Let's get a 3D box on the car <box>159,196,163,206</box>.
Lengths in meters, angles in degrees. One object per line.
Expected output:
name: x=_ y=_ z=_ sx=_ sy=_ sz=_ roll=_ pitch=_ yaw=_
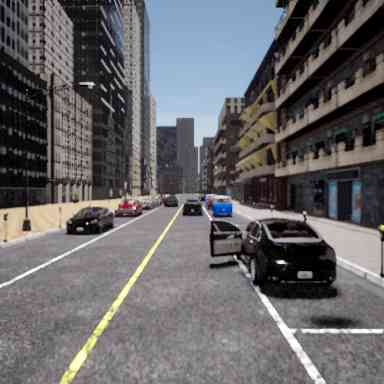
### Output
car: x=-5.654 y=1.436 z=46.659 sx=2.008 sy=1.369 sz=4.403 roll=0 pitch=0 yaw=0

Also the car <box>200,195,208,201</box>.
car: x=2.754 y=1.357 z=79.957 sx=1.752 sy=1.417 sz=4.829 roll=0 pitch=0 yaw=0

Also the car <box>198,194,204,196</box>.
car: x=0.087 y=1.379 z=45.143 sx=2.128 sy=1.511 sz=4.902 roll=0 pitch=0 yaw=0

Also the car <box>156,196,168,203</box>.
car: x=-5.640 y=1.420 z=63.227 sx=1.947 sy=1.339 sz=4.313 roll=0 pitch=0 yaw=0

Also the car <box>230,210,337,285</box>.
car: x=2.363 y=1.477 z=9.368 sx=1.837 sy=1.490 sz=4.892 roll=0 pitch=0 yaw=0

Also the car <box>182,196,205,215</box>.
car: x=0.076 y=1.418 z=32.339 sx=1.837 sy=1.490 sz=4.892 roll=0 pitch=0 yaw=1

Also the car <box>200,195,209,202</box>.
car: x=2.750 y=1.405 z=74.266 sx=1.947 sy=1.339 sz=4.313 roll=0 pitch=0 yaw=0

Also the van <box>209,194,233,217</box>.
van: x=2.712 y=1.260 z=30.082 sx=1.690 sy=1.788 sz=3.998 roll=0 pitch=0 yaw=0

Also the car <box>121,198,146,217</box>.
car: x=-5.668 y=1.359 z=30.091 sx=1.967 sy=1.590 sz=4.097 roll=0 pitch=0 yaw=0

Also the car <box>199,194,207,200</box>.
car: x=2.758 y=1.351 z=85.481 sx=1.752 sy=1.417 sz=4.829 roll=0 pitch=0 yaw=0

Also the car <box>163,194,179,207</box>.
car: x=-2.962 y=1.363 z=48.272 sx=1.882 sy=1.535 sz=5.008 roll=0 pitch=0 yaw=0

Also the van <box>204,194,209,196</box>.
van: x=2.726 y=1.227 z=46.650 sx=1.690 sy=1.788 sz=3.998 roll=0 pitch=0 yaw=0

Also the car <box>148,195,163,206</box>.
car: x=-5.650 y=1.315 z=52.182 sx=1.967 sy=1.590 sz=4.097 roll=0 pitch=0 yaw=0

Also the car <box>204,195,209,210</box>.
car: x=2.722 y=1.441 z=41.128 sx=1.887 sy=1.381 sz=4.507 roll=0 pitch=0 yaw=0

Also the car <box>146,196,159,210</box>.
car: x=-5.659 y=1.447 z=41.135 sx=2.008 sy=1.369 sz=4.403 roll=0 pitch=0 yaw=0

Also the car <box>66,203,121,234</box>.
car: x=-5.677 y=1.511 z=19.044 sx=1.947 sy=1.339 sz=4.313 roll=0 pitch=0 yaw=0
